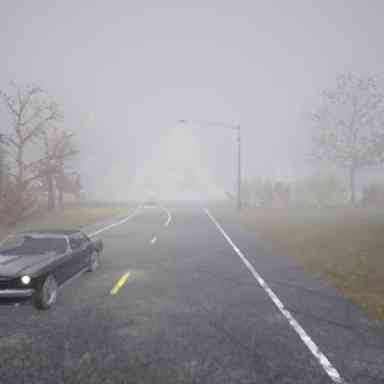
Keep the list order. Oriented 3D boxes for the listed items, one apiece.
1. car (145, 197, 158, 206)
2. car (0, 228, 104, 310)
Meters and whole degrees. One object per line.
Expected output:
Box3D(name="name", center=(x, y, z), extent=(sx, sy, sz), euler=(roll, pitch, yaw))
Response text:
Box3D(name="car", center=(-6.248, 1.497, 51.652), extent=(1.994, 1.385, 4.181), euler=(0, 0, -6))
Box3D(name="car", center=(-3.609, 1.599, 7.906), extent=(1.895, 1.301, 4.718), euler=(0, 0, 0))
